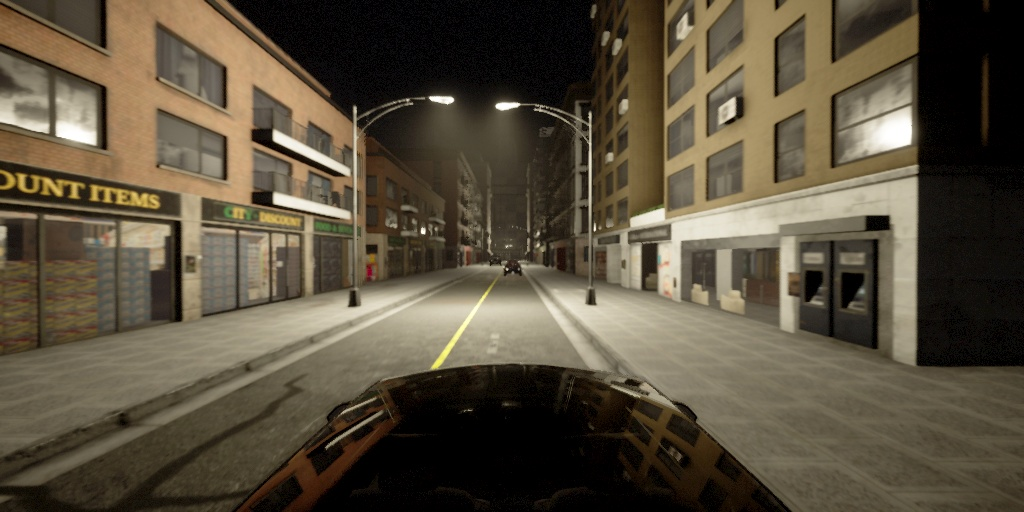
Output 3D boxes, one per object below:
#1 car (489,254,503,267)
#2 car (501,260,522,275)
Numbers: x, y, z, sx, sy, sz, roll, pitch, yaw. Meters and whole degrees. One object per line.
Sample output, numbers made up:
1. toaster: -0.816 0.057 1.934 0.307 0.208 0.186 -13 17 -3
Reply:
1. car: -2.752 0.701 61.224 2.150 2.045 5.566 0 0 0
2. car: 0.098 1.395 38.846 1.895 1.301 4.718 0 0 0
